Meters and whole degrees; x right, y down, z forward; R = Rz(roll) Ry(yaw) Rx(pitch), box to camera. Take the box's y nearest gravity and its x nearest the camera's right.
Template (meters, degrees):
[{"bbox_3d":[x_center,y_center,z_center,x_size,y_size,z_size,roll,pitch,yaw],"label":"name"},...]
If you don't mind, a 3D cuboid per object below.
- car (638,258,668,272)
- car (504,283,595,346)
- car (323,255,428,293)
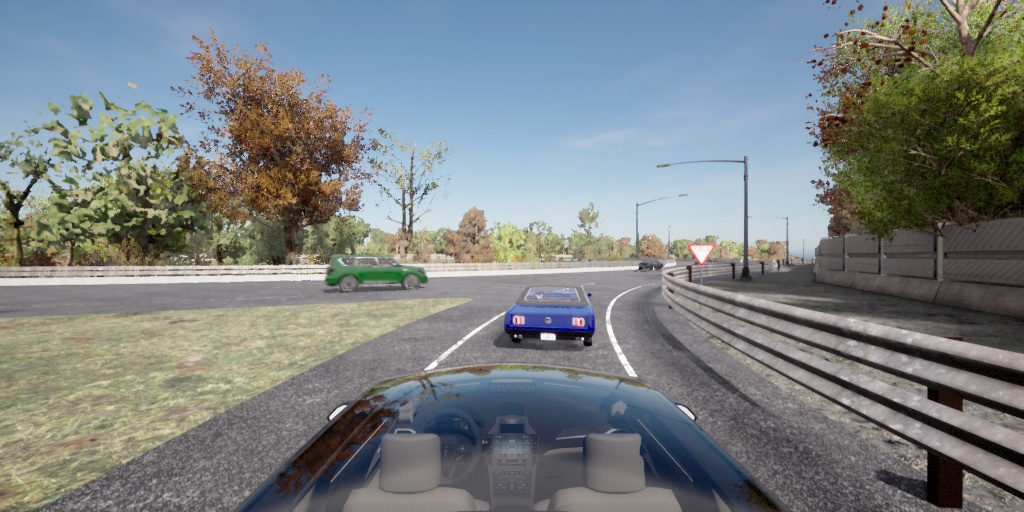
[{"bbox_3d":[18.334,1.242,47.076,4.892,1.490,1.837,0,1,-45],"label":"car"},{"bbox_3d":[1.148,1.350,9.461,1.895,1.301,4.718,0,0,11],"label":"car"},{"bbox_3d":[-7.781,0.960,20.779,5.566,2.045,2.150,0,0,-24],"label":"car"}]
